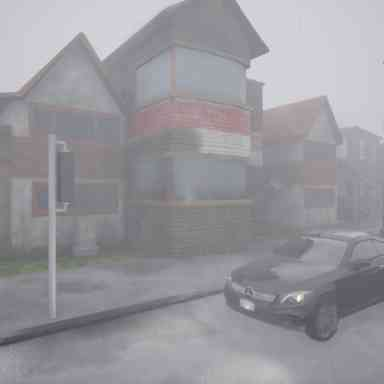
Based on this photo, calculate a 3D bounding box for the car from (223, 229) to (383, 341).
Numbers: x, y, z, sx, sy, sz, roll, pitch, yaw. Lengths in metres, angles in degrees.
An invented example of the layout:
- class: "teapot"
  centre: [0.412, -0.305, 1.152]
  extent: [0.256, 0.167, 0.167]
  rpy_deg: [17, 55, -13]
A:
- class: "car"
  centre: [2.747, 1.524, 6.633]
  extent: [4.674, 1.442, 1.812]
  rpy_deg: [0, 0, -36]
